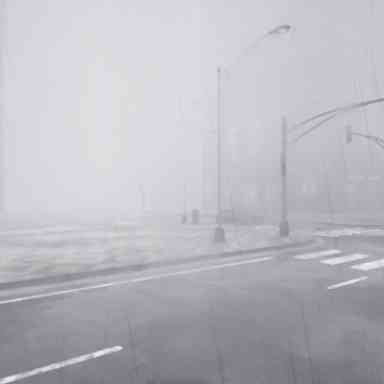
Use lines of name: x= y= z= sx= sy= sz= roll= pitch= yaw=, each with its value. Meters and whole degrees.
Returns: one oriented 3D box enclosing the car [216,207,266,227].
car: x=3.727 y=1.898 z=25.856 sx=1.994 sy=1.385 sz=4.181 roll=0 pitch=0 yaw=-35
